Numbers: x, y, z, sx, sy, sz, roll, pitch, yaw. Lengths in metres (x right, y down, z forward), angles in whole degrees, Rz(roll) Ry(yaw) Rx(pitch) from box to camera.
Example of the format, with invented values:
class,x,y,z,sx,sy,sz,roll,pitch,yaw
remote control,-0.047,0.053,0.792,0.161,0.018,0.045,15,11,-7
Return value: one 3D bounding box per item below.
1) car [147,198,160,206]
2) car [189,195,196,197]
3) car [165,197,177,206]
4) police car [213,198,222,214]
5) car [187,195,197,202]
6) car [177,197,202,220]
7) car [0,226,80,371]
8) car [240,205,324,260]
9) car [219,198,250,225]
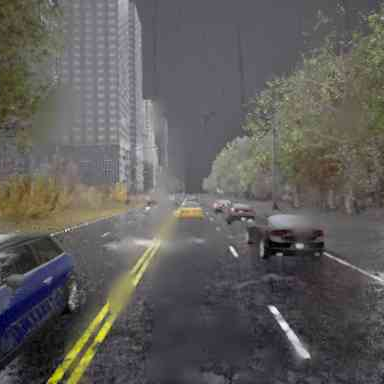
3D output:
class,x,y,z,sx,sy,sz,roll,pitch,yaw
car,-6.535,1.663,56.825,1.895,1.301,4.718,-1,0,0
car,0.061,1.454,60.049,1.812,1.442,4.674,-1,0,0
car,-3.307,1.536,54.565,1.812,1.442,4.674,-1,0,0
police car,3.215,1.457,34.510,2.038,1.542,4.974,-1,0,0
car,-0.036,1.423,74.562,2.033,1.411,5.357,-1,0,0
car,-0.060,1.497,28.495,1.801,1.575,5.366,-1,0,0
car,-3.374,1.533,4.966,2.097,1.767,4.553,-1,0,0
car,3.245,1.461,12.493,1.882,1.535,5.008,0,0,0
car,3.243,1.452,23.500,1.837,1.490,4.892,0,0,0
